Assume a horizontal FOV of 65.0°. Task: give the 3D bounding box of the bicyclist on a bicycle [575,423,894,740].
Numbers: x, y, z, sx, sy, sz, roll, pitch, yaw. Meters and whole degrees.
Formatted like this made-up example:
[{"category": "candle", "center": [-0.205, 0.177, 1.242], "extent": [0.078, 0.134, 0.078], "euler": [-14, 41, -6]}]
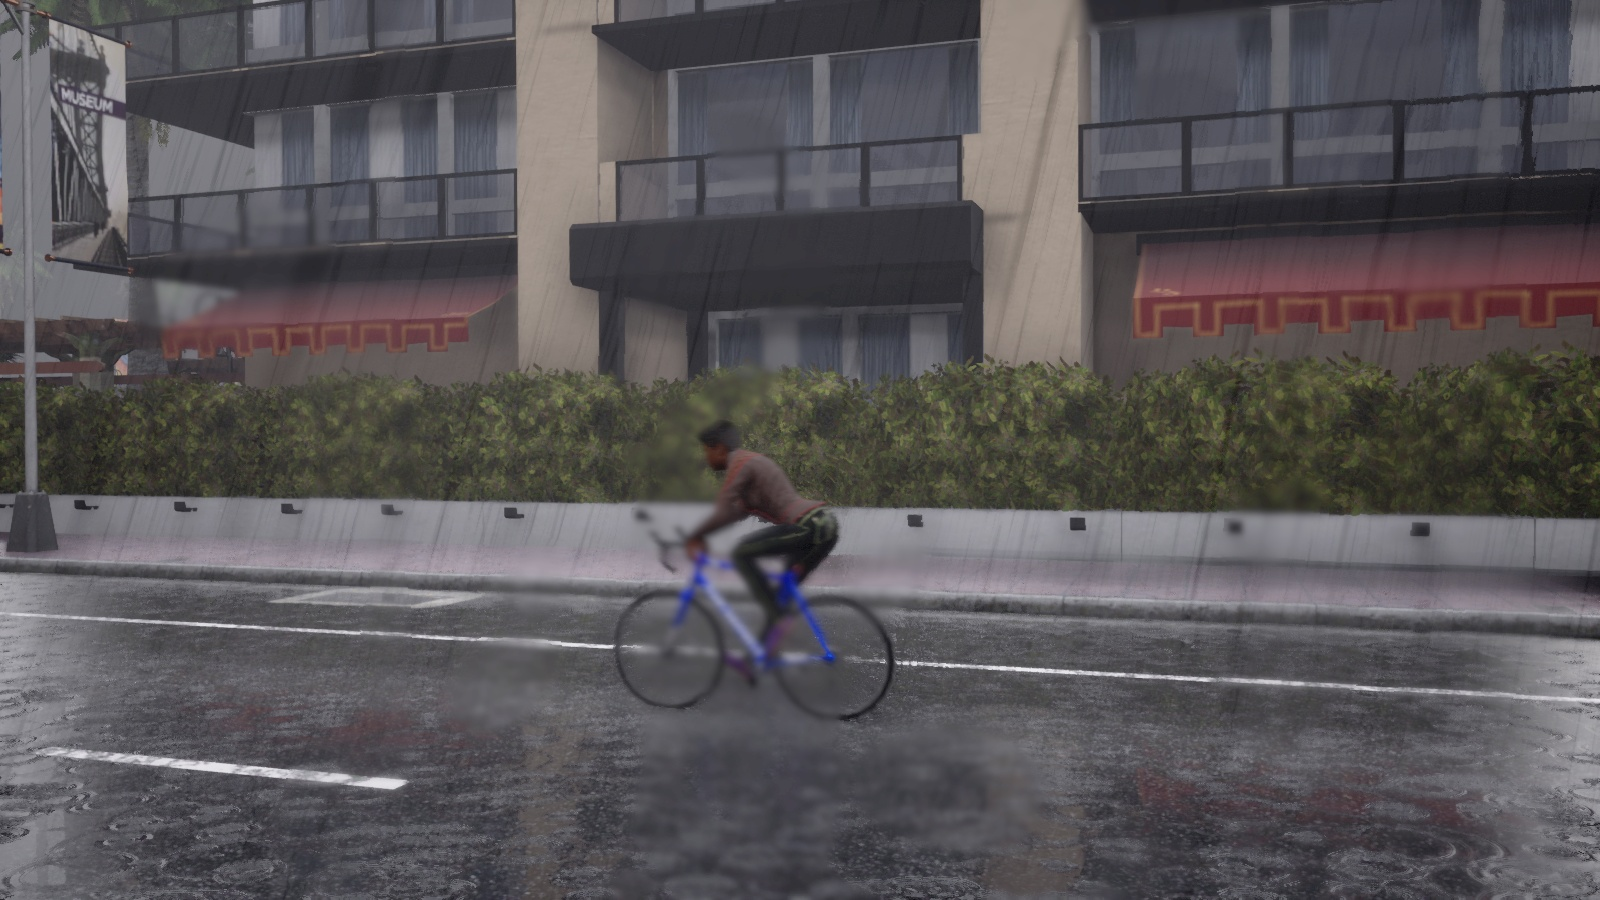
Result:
[{"category": "bicyclist on a bicycle", "center": [-0.359, 0.667, 6.945], "extent": [1.656, 1.620, 0.582], "euler": [0, 1, 18]}]
